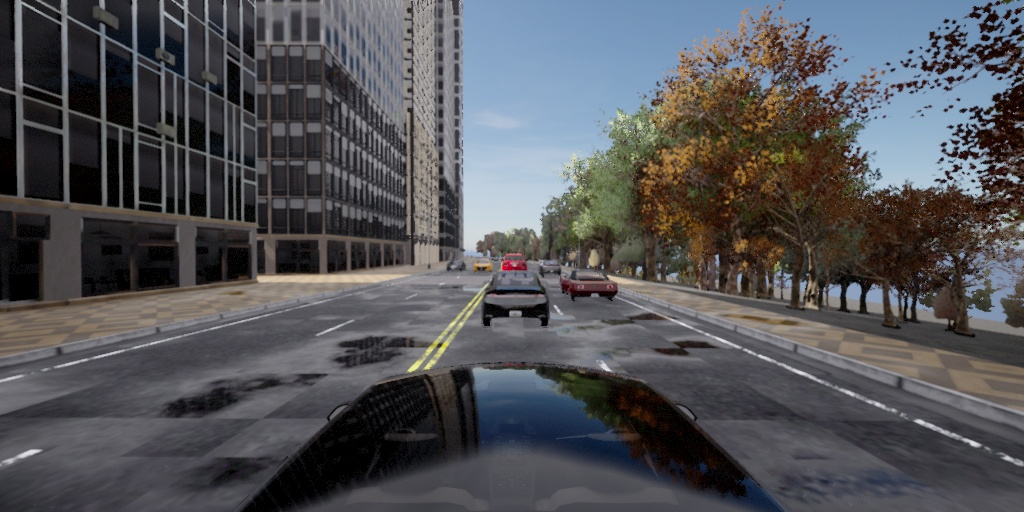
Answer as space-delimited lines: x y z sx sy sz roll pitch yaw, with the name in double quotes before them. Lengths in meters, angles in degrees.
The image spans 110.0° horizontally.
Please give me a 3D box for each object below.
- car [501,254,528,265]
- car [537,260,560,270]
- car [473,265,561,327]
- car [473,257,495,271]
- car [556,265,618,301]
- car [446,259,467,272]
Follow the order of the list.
"car" 0.228 0.851 32.606 2.150 2.045 5.566 0 0 0
"car" 3.479 1.116 33.527 2.128 1.511 4.902 0 0 0
"car" 0.112 1.208 11.346 2.128 1.511 4.902 0 0 1
"car" -3.201 1.074 39.970 1.882 1.535 5.008 0 0 0
"car" 3.406 1.294 16.831 1.895 1.301 4.718 0 0 0
"car" -6.449 1.080 41.838 2.128 1.511 4.902 0 0 0
